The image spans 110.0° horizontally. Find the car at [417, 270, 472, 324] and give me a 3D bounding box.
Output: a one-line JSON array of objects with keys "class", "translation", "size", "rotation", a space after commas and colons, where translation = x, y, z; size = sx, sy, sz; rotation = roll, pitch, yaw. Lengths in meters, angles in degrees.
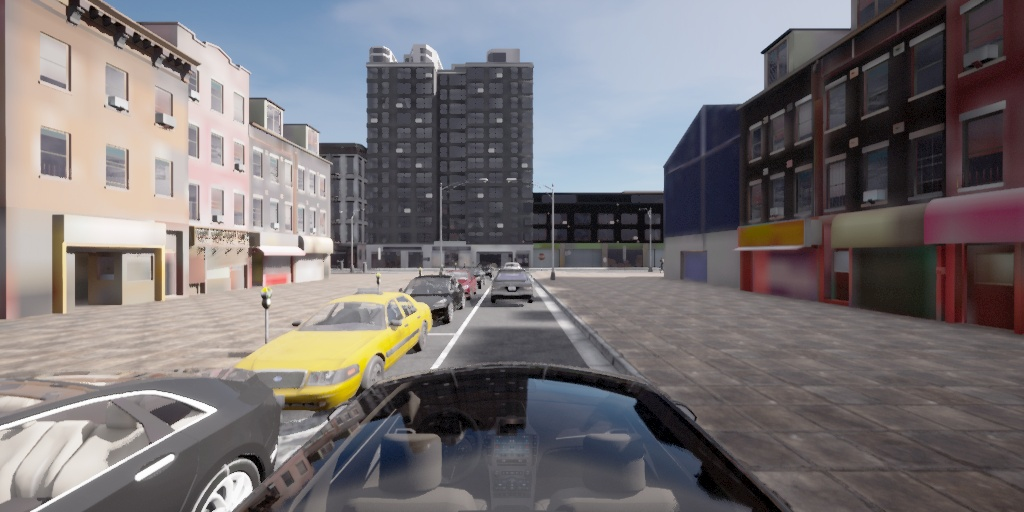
[{"class": "car", "translation": [-2.638, 1.313, 11.947], "size": [1.948, 1.339, 4.313], "rotation": [0, 0, 0]}]

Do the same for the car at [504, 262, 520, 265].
[{"class": "car", "translation": [0.000, 1.279, 31.501], "size": [1.812, 1.442, 4.674], "rotation": [0, 0, 0]}]

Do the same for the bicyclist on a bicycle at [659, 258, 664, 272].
[{"class": "bicyclist on a bicycle", "translation": [17.358, 1.017, 41.439], "size": [0.582, 1.620, 1.656], "rotation": [0, 0, 0]}]

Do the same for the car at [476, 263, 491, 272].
[{"class": "car", "translation": [-2.638, 1.312, 22.851], "size": [1.948, 1.339, 4.313], "rotation": [0, 0, 0]}]

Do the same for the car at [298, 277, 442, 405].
[{"class": "car", "translation": [-2.638, 1.273, 6.325], "size": [1.751, 1.417, 4.829], "rotation": [0, 0, 0]}]

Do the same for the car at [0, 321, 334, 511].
[{"class": "car", "translation": [-2.638, 1.298, 1.043], "size": [2.007, 1.370, 4.403], "rotation": [0, 0, 0]}]

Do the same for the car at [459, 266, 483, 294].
[{"class": "car", "translation": [-2.638, 1.328, 17.399], "size": [1.802, 1.307, 4.207], "rotation": [0, 0, 0]}]

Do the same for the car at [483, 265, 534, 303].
[{"class": "car", "translation": [0.000, 1.311, 16.501], "size": [2.033, 1.411, 5.357], "rotation": [0, 0, 0]}]
